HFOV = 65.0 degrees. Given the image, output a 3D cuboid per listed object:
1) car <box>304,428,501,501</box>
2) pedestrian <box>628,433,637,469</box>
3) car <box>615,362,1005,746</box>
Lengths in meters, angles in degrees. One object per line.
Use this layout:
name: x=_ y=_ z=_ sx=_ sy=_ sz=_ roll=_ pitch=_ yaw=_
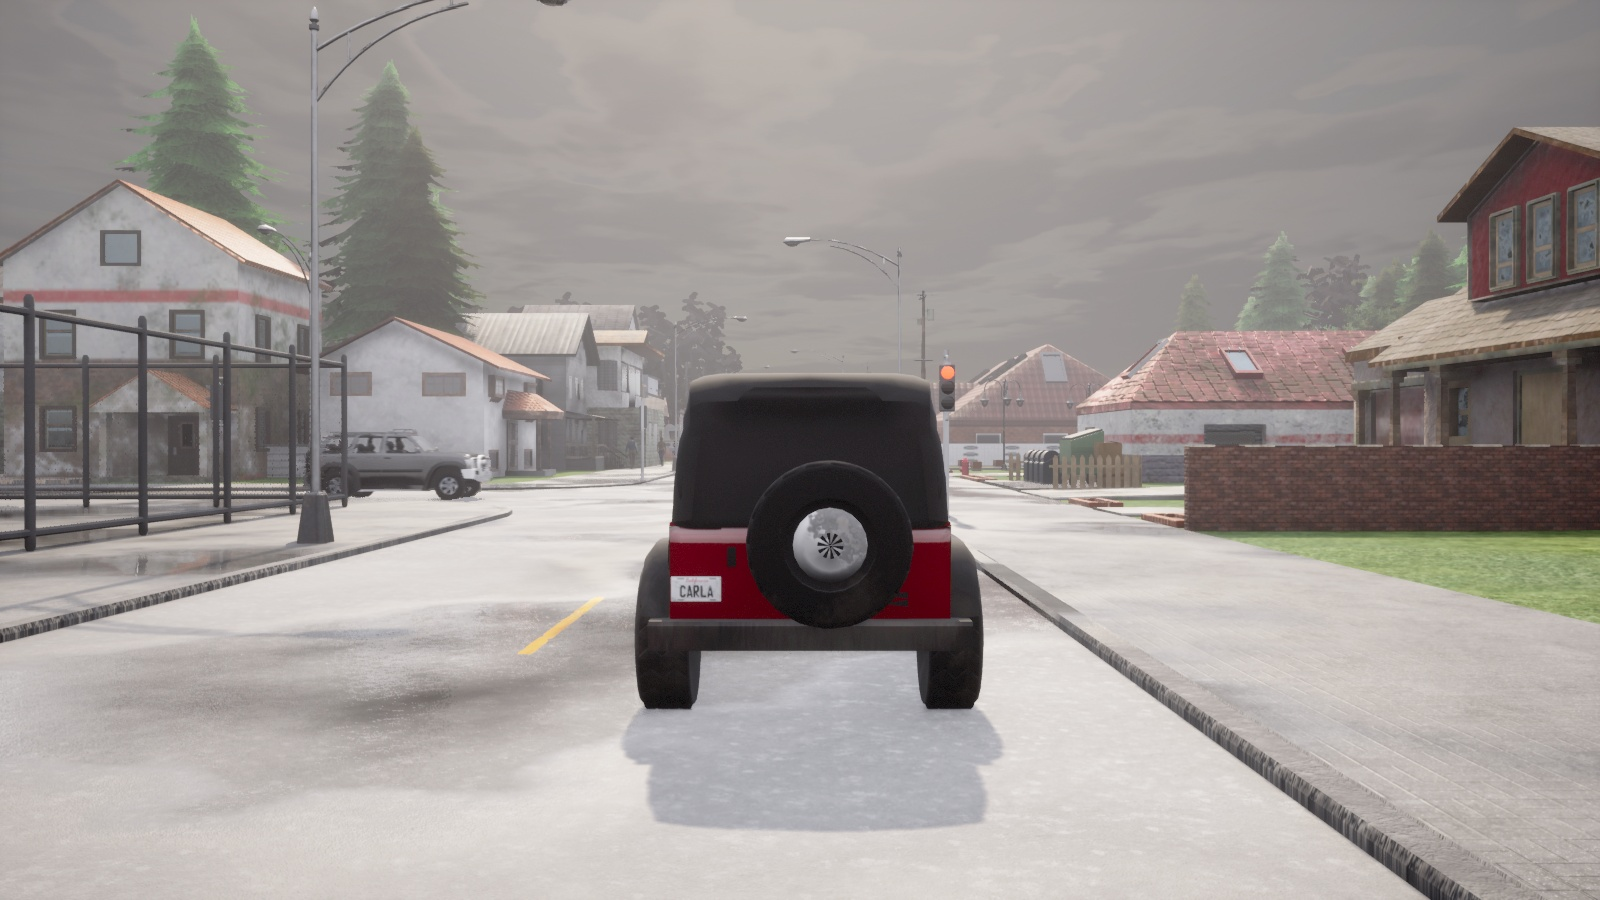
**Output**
car: x=-10.473 y=0.367 z=33.317 sx=4.605 sy=1.855 sz=1.932 roll=0 pitch=0 yaw=0
pedestrian: x=-9.059 y=0.065 z=67.950 sx=0.423 sy=1.949 sz=0.788 roll=0 pitch=0 yaw=-3
car: x=0.055 y=0.497 z=8.079 sx=1.905 sy=1.878 sz=3.866 roll=0 pitch=0 yaw=0
